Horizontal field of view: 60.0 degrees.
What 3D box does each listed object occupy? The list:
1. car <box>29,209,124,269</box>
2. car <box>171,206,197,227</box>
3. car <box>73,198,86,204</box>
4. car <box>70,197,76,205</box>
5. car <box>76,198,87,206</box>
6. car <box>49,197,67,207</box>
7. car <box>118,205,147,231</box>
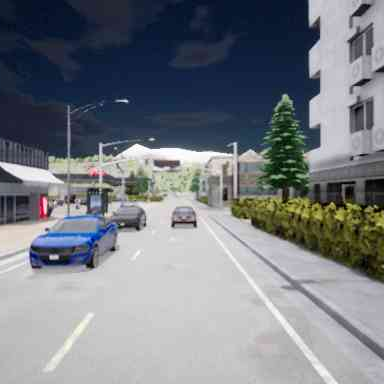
[{"bbox_3d":[-3.907,1.577,11.762,1.882,1.535,5.008,0,-1,-2],"label":"car"},{"bbox_3d":[-0.581,1.748,24.336,2.033,1.411,5.357,0,0,-2],"label":"car"},{"bbox_3d":[-28.403,2.260,84.209,1.970,1.475,3.806,0,0,-2],"label":"car"},{"bbox_3d":[-28.093,1.926,75.738,1.932,1.855,4.605,0,0,-2],"label":"car"},{"bbox_3d":[-20.834,2.043,65.954,2.007,1.523,4.514,0,0,-2],"label":"car"},{"bbox_3d":[-24.269,1.920,58.792,1.970,1.475,3.806,0,0,-2],"label":"car"},{"bbox_3d":[-4.158,1.663,22.188,1.882,1.535,5.008,0,0,-1],"label":"car"}]
